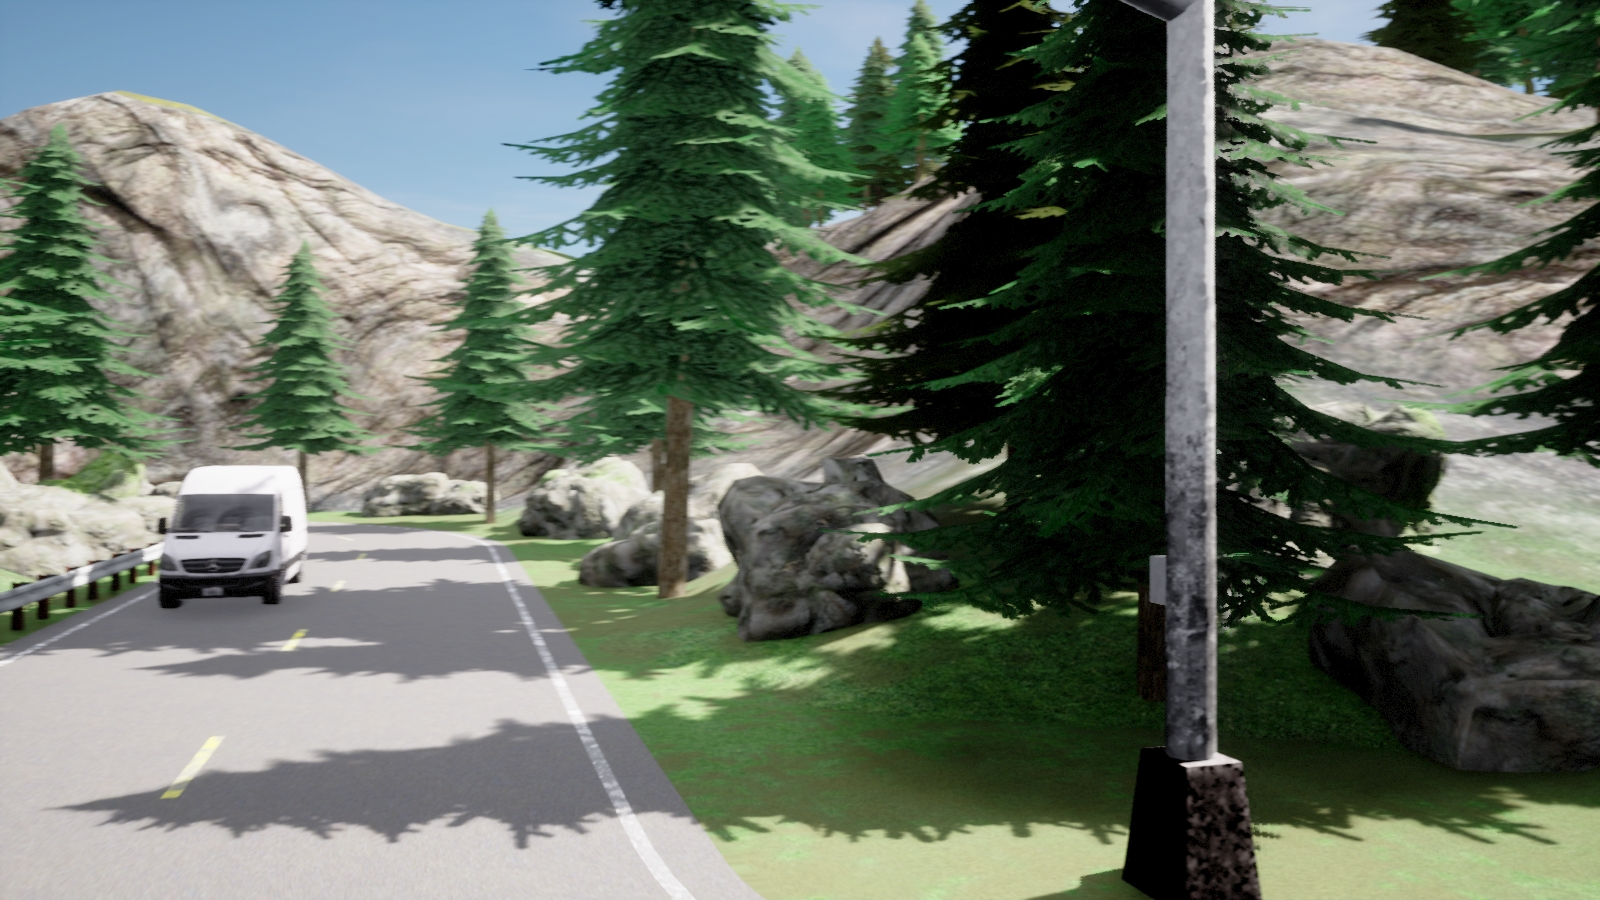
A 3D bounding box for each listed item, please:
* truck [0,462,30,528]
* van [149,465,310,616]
[{"bbox_3d":[-32.669,1.695,43.261,5.204,2.467,2.627,0,0,-10],"label":"truck"},{"bbox_3d":[-11.199,1.607,22.860,1.988,2.561,5.915,0,0,-18],"label":"van"}]
